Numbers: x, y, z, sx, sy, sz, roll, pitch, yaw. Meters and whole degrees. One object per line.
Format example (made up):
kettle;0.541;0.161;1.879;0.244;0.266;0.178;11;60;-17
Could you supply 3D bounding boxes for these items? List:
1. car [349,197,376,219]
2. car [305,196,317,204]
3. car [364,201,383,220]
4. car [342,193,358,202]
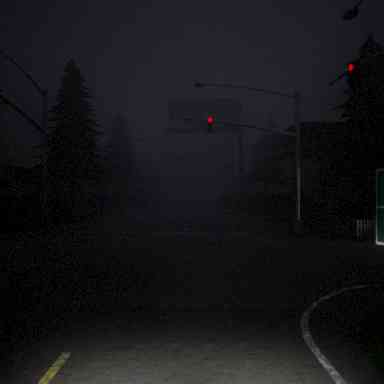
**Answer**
car;14.378;1.504;24.979;3.866;1.878;1.905;0;0;0
car;22.529;1.552;64.042;1.970;1.475;3.806;0;0;0
car;18.707;1.672;30.647;4.611;1.667;2.242;0;0;0
car;34.936;1.489;71.829;2.007;1.523;4.514;0;0;0
